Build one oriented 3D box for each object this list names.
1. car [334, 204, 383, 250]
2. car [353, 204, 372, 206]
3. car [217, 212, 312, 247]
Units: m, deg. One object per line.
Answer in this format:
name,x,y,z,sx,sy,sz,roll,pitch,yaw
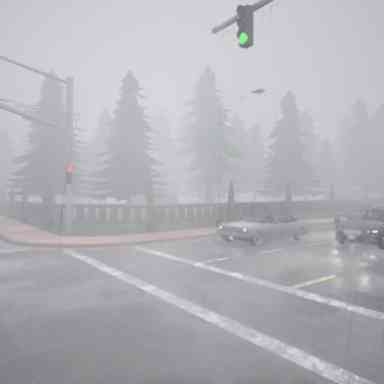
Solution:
car,8.234,1.514,14.578,4.902,1.511,2.128,0,0,-37
car,10.854,1.524,20.924,4.902,1.511,2.128,0,0,-37
car,3.411,1.624,15.328,4.718,1.301,1.895,0,0,-37
